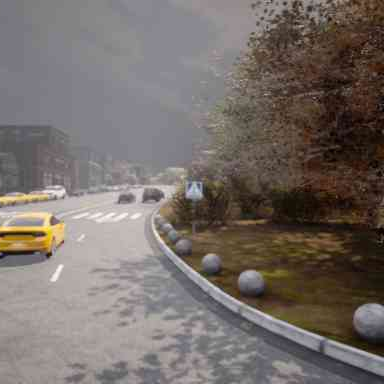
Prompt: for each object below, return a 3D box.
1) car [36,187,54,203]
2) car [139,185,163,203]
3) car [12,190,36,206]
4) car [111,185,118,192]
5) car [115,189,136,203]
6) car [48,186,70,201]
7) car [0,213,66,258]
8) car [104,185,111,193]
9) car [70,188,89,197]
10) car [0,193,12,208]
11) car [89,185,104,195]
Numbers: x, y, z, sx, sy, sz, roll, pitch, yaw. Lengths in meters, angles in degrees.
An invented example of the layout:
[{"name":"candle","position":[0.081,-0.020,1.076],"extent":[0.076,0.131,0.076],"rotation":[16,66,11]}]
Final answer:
[{"name":"car","position":[-20.719,0.590,44.029],"extent":[1.946,1.575,5.366],"rotation":[0,2,-1]},{"name":"car","position":[-5.740,0.407,47.317],"extent":[2.150,2.045,5.566],"rotation":[0,2,-1]},{"name":"car","position":[-20.603,0.760,38.508],"extent":[1.946,1.575,5.366],"rotation":[0,2,-1]},{"name":"car","position":[-21.675,-0.731,86.852],"extent":[2.231,1.521,4.892],"rotation":[0,2,0]},{"name":"car","position":[-8.960,0.711,45.881],"extent":[1.837,1.490,4.892],"rotation":[0,2,-1]},{"name":"car","position":[-20.836,0.162,49.826],"extent":[2.435,2.045,5.566],"rotation":[0,2,-1]},{"name":"car","position":[-6.372,1.603,13.507],"extent":[1.882,1.535,5.008],"rotation":[1,0,-13]},{"name":"car","position":[-21.419,-0.692,77.431],"extent":[2.435,2.045,5.566],"rotation":[0,2,-1]},{"name":"car","position":[-21.076,0.101,60.873],"extent":[2.163,1.488,4.792],"rotation":[0,2,-1]},{"name":"car","position":[-20.497,0.934,32.989],"extent":[1.946,1.575,5.366],"rotation":[0,2,-1]},{"name":"car","position":[-21.305,-0.270,71.953],"extent":[2.231,1.521,4.892],"rotation":[0,2,-1]}]
